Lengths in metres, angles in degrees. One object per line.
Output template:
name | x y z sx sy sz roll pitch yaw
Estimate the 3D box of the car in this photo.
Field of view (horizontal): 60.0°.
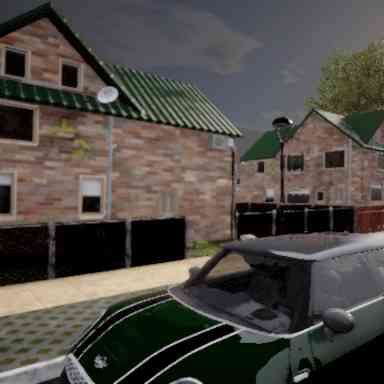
car | 0.971 1.345 3.738 4.553 1.767 2.097 0 0 -35
